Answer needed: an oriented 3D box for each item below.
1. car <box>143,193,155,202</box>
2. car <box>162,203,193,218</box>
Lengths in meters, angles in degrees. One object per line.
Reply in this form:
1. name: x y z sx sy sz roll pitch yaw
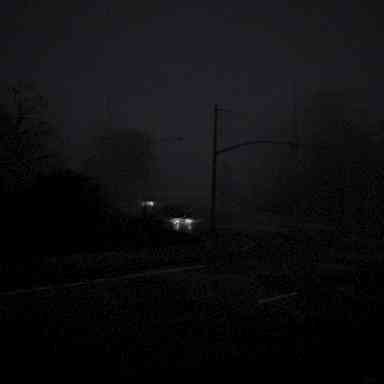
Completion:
1. car: -7.729 0.955 59.750 1.994 1.385 4.181 2 2 -8
2. car: -1.620 1.871 34.361 2.033 1.411 5.357 2 0 -20
